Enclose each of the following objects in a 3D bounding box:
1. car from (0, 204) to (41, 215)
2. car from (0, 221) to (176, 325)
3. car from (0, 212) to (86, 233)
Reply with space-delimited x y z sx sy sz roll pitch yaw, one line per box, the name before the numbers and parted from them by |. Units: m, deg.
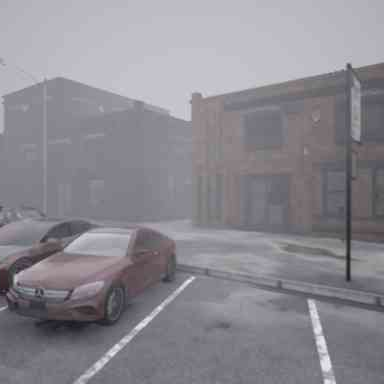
car | -6.587 1.300 10.848 2.185 1.767 4.553 1 0 16
car | -1.720 1.496 7.321 2.002 1.452 4.674 1 0 16
car | -4.169 1.469 9.039 2.163 1.488 4.792 1 0 16
